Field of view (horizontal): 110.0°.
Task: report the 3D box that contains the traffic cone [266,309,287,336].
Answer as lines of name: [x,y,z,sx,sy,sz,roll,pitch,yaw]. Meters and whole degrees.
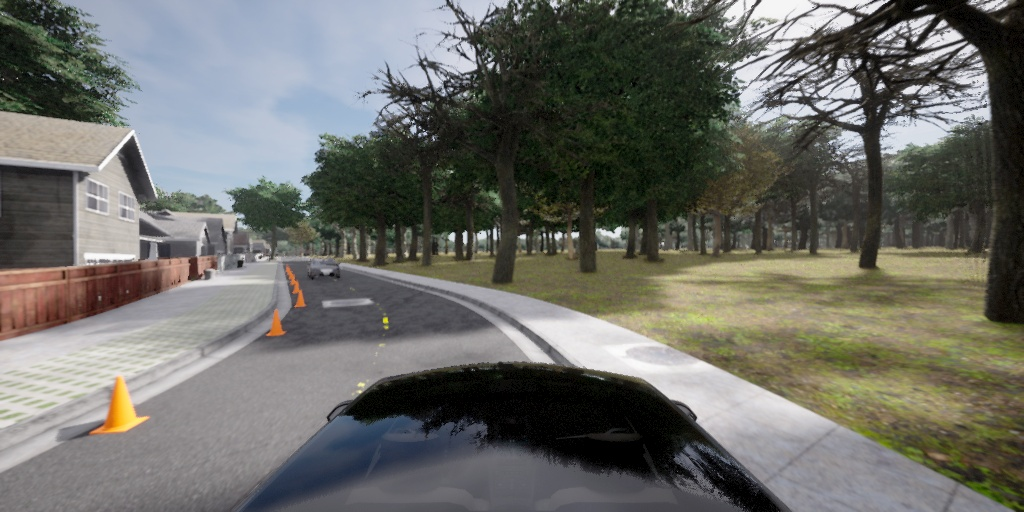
traffic cone: [-5.630,1.570,8.577,0.340,0.580,0.340,0,0,-19]

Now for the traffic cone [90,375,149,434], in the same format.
traffic cone: [-4.537,1.677,4.161,0.340,0.580,0.340,0,0,-9]

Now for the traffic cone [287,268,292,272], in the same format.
traffic cone: [-15.519,1.321,25.222,0.340,0.580,0.340,0,0,-33]

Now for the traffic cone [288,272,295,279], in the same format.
traffic cone: [-12.804,1.371,21.023,0.340,0.580,0.340,0,0,-33]

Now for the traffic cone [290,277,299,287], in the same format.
traffic cone: [-10.088,1.422,16.824,0.340,0.580,0.340,0,0,-33]

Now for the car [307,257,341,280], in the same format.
car: [-13.521,0.853,25.668,2.128,1.511,4.902,0,1,-33]

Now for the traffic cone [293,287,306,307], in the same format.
traffic cone: [-7.495,1.484,12.727,0.340,0.580,0.340,0,0,-29]

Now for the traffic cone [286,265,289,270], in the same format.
traffic cone: [-18.234,1.271,29.422,0.340,0.580,0.340,0,0,-33]
